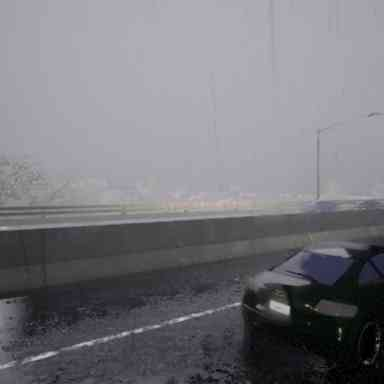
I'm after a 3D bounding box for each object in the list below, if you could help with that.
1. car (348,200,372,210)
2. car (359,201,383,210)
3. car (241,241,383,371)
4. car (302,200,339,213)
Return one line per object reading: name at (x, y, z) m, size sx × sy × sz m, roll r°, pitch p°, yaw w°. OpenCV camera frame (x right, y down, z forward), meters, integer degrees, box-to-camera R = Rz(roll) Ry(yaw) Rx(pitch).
car at (17.486, 1.574, 33.227) m, size 4.674 × 1.442 × 1.812 m, roll 0°, pitch 0°, yaw -34°
car at (16.641, 1.640, 28.402) m, size 4.718 × 1.301 × 1.895 m, roll 0°, pitch 0°, yaw -34°
car at (2.848, 1.565, 5.750) m, size 4.181 × 1.385 × 1.994 m, roll 0°, pitch 0°, yaw -35°
car at (13.492, 1.567, 34.731) m, size 4.674 × 1.442 × 1.812 m, roll 0°, pitch 0°, yaw -34°
